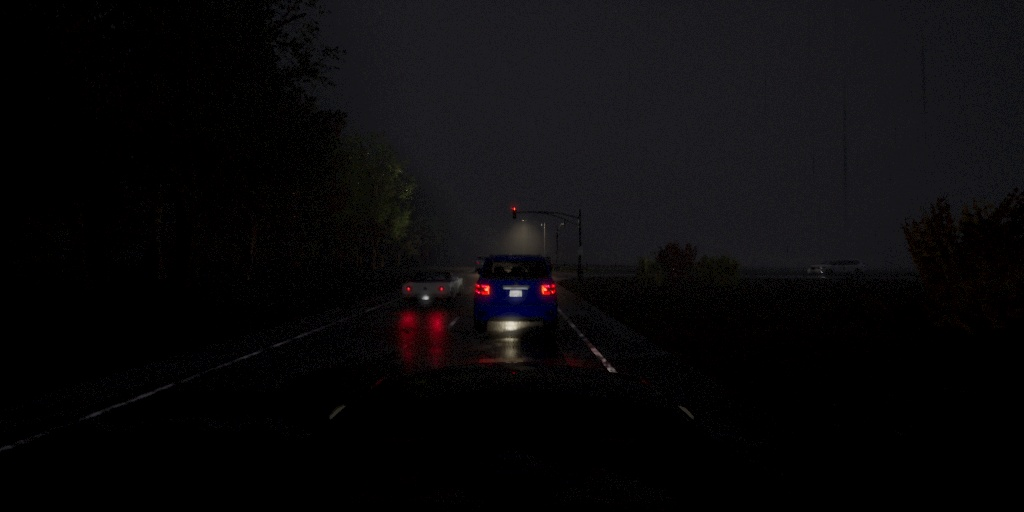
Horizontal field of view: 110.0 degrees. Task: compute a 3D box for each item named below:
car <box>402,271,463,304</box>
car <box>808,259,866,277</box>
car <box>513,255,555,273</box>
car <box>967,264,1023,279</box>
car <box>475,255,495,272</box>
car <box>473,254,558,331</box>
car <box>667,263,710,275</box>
[{"bbox_3d":[-3.418,1.344,16.375,1.895,1.301,4.718,0,0,0],"label":"car"},{"bbox_3d":[38.276,1.416,42.325,5.566,2.045,2.150,0,-1,0],"label":"car"},{"bbox_3d":[2.808,0.992,47.175,2.150,2.045,5.566,-1,3,-41],"label":"car"},{"bbox_3d":[52.069,1.856,38.649,4.181,1.385,1.994,1,-1,1],"label":"car"},{"bbox_3d":[-3.455,0.949,46.685,2.150,2.045,5.566,0,0,0],"label":"car"},{"bbox_3d":[0.090,0.968,11.058,2.150,2.045,5.566,0,0,0],"label":"car"},{"bbox_3d":[20.867,1.513,42.384,4.892,1.490,1.837,1,-1,0],"label":"car"}]
